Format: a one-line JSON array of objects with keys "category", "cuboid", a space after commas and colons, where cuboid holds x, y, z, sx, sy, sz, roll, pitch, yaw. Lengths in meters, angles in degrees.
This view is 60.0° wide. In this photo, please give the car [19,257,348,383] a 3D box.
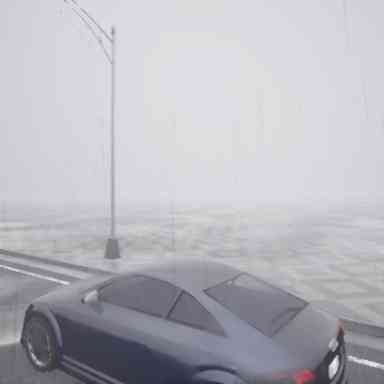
[{"category": "car", "cuboid": [-0.331, 1.567, 4.225, 4.181, 1.385, 1.994, 0, 0, 35]}]
